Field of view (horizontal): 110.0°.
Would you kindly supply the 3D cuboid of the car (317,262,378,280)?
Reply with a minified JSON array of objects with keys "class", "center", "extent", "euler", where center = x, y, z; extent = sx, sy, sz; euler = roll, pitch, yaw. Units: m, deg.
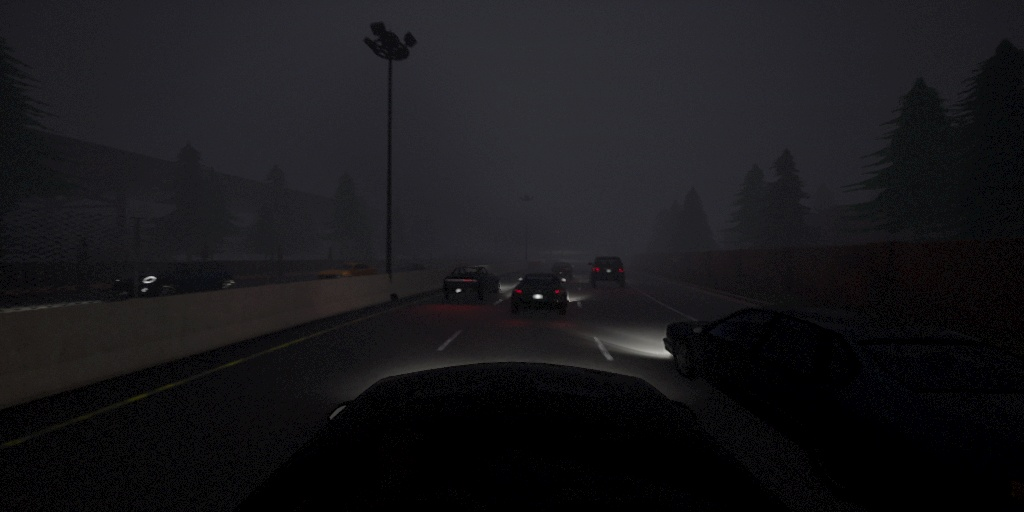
[{"class":"car","center":[-11.393,1.192,25.131],"extent":[1.882,1.535,5.008],"euler":[0,0,11]}]

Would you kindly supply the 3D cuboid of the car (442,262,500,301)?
[{"class":"car","center":[-1.867,1.254,17.587],"extent":[2.128,1.511,4.902],"euler":[0,0,9]}]

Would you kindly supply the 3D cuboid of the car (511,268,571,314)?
[{"class":"car","center":[1.150,1.339,14.049],"extent":[1.994,1.385,4.181],"euler":[0,0,8]}]

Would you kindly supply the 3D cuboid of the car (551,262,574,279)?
[{"class":"car","center":[4.714,1.302,33.541],"extent":[1.882,1.535,5.008],"euler":[0,0,11]}]

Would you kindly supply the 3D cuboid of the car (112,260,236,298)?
[{"class":"car","center":[-16.223,1.025,17.528],"extent":[2.097,1.767,4.553],"euler":[0,0,9]}]

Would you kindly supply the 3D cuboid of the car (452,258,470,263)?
[{"class":"car","center":[-8.319,1.134,58.798],"extent":[2.097,1.767,4.553],"euler":[0,0,12]}]

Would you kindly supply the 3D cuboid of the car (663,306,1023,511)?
[{"class":"car","center":[3.662,1.324,4.296],"extent":[2.033,1.411,5.357],"euler":[0,0,2]}]

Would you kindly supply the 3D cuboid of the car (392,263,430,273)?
[{"class":"car","center":[-7.575,1.265,26.440],"extent":[1.812,1.442,4.674],"euler":[0,0,11]}]

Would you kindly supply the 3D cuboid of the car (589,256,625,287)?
[{"class":"car","center":[6.718,1.049,25.584],"extent":[2.150,2.045,5.566],"euler":[0,0,11]}]
